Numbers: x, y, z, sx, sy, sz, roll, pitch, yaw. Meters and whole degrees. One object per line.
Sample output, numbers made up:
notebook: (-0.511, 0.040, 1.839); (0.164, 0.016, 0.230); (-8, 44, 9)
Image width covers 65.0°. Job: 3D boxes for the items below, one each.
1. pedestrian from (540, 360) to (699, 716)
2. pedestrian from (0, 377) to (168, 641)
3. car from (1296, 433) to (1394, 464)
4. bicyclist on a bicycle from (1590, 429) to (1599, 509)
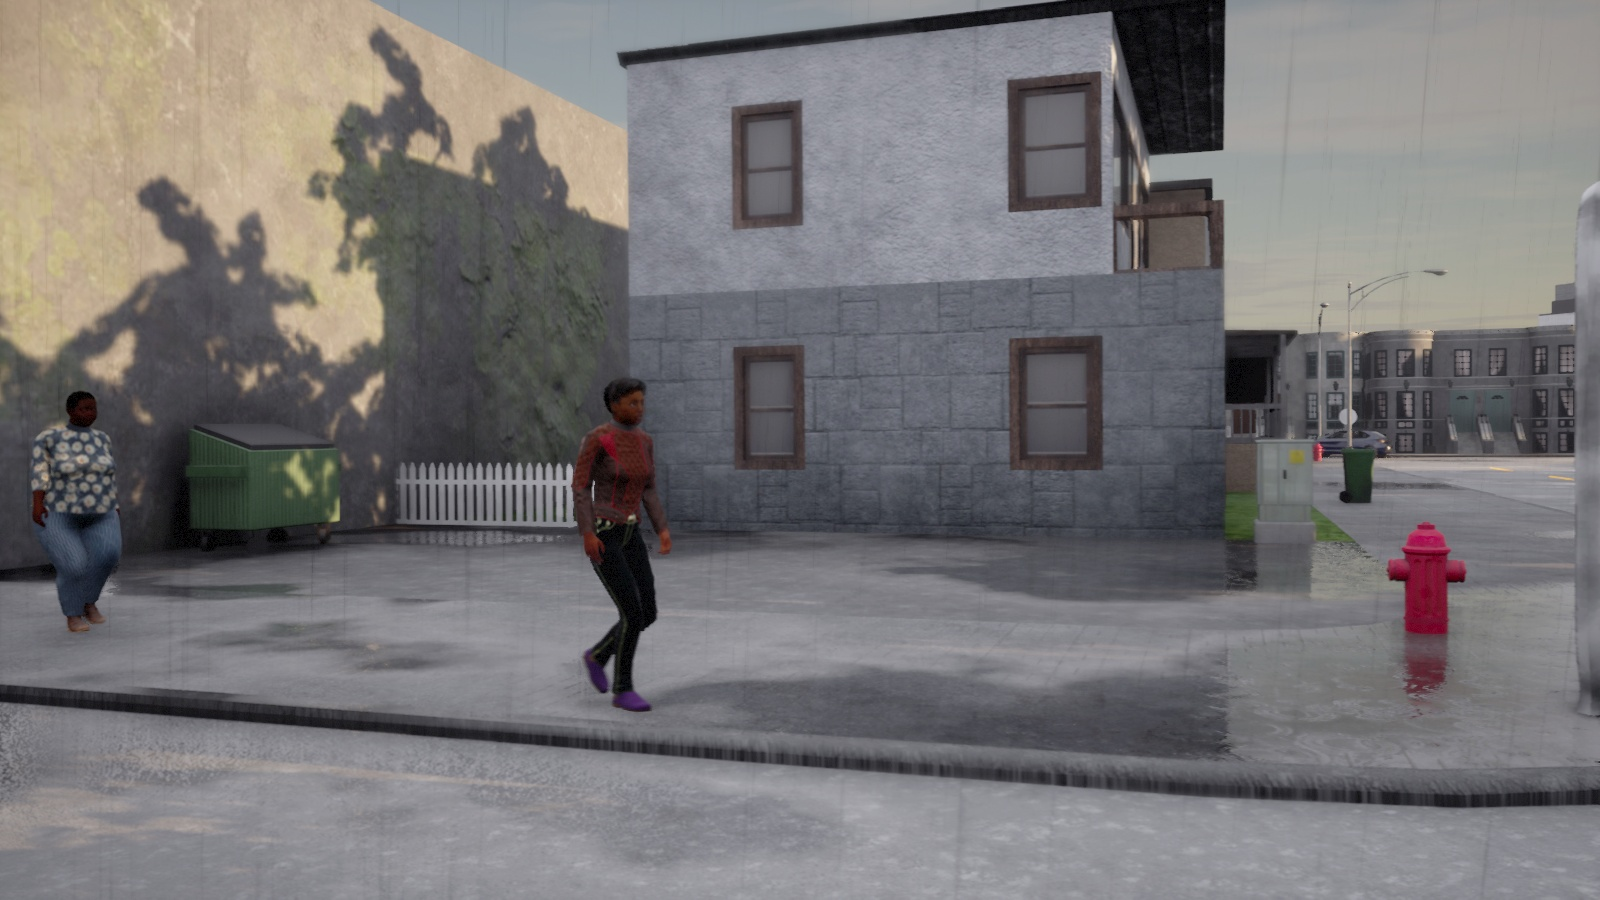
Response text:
pedestrian: (-0.977, 0.442, 6.747); (0.869, 1.805, 0.328); (1, 1, 38)
pedestrian: (-5.416, 0.406, 9.425); (0.900, 1.855, 0.874); (1, 1, 35)
car: (27.436, -0.094, 63.298); (4.193, 1.474, 1.816); (1, 1, 42)
bicyclist on a bicycle: (16.482, 0.391, 25.058); (0.866, 1.612, 1.509); (0, 1, 18)
